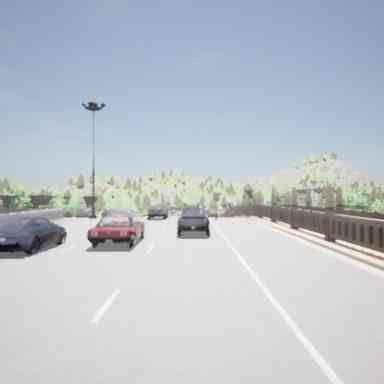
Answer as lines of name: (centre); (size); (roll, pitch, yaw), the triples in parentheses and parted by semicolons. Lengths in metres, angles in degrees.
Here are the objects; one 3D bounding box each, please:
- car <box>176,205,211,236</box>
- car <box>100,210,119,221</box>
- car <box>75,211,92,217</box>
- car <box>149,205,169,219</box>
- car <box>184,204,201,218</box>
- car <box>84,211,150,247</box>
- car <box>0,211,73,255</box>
car: (0.086, 1.713, 19.982); (2.128, 1.511, 4.902); (0, -1, 0)
car: (-14.078, 4.014, 56.768); (1.882, 1.535, 5.008); (0, -8, 1)
car: (-17.578, 3.801, 54.485); (1.994, 1.385, 4.181); (0, -7, 0)
car: (-3.424, 2.051, 34.305); (2.033, 1.411, 5.357); (0, -3, 0)
car: (0.071, 2.352, 40.838); (1.882, 1.535, 5.008); (0, -4, 0)
car: (-3.411, 1.778, 15.929); (1.895, 1.301, 4.718); (0, -1, 0)
car: (-6.909, 1.722, 14.038); (1.994, 1.385, 4.181); (0, -1, 0)
